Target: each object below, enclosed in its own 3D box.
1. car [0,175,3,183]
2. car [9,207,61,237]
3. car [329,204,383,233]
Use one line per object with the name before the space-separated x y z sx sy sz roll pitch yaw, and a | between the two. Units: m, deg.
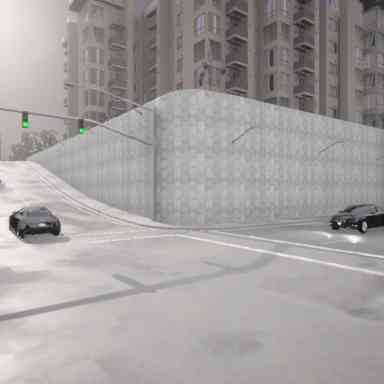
car | -22.979 -2.033 37.949 1.812 1.442 4.674 0 12 -36
car | -8.443 1.481 17.746 1.994 1.385 4.181 0 2 -36
car | 10.155 1.505 19.852 4.892 1.490 1.837 0 0 -36
